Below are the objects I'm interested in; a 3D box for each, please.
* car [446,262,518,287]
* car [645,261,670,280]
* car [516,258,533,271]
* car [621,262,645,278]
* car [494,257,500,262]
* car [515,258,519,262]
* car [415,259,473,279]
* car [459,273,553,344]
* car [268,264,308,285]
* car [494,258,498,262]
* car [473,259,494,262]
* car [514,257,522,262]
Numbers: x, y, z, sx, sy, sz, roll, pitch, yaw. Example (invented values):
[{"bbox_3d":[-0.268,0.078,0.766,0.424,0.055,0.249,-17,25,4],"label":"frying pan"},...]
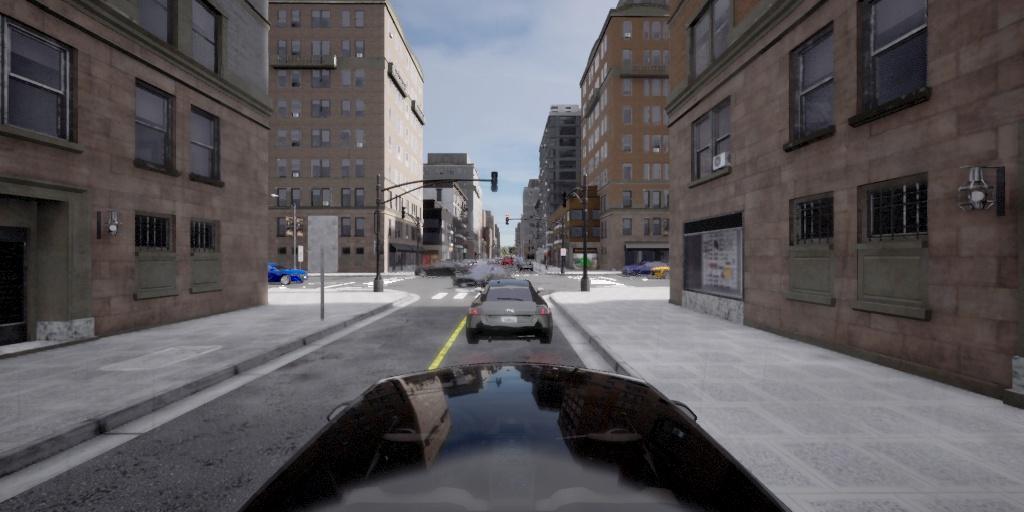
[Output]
[{"bbox_3d":[-1.736,1.289,23.115,2.033,1.411,5.357,0,0,23],"label":"car"},{"bbox_3d":[14.194,1.167,30.035,5.008,1.535,1.882,0,0,-1],"label":"car"},{"bbox_3d":[1.916,1.356,48.649,1.948,1.339,4.313,0,0,0],"label":"car"},{"bbox_3d":[12.544,1.229,33.261,4.674,1.442,1.812,0,0,-1],"label":"car"},{"bbox_3d":[-3.653,1.296,64.265,1.882,1.535,5.008,0,0,0],"label":"car"},{"bbox_3d":[1.830,1.391,59.671,1.802,1.307,4.207,0,0,0],"label":"car"},{"bbox_3d":[-6.385,1.245,33.017,5.008,1.535,1.882,0,0,-1],"label":"car"},{"bbox_3d":[-0.067,1.314,9.578,1.994,1.385,4.181,0,0,0],"label":"car"},{"bbox_3d":[-17.575,1.288,26.167,5.008,1.535,1.882,0,0,1],"label":"car"},{"bbox_3d":[-3.608,1.347,54.313,2.033,1.411,5.357,0,0,0],"label":"car"},{"bbox_3d":[-3.560,1.309,44.633,1.812,1.442,4.674,0,0,1],"label":"car"},{"bbox_3d":[1.787,1.386,65.181,1.948,1.339,4.313,0,0,0],"label":"car"}]
